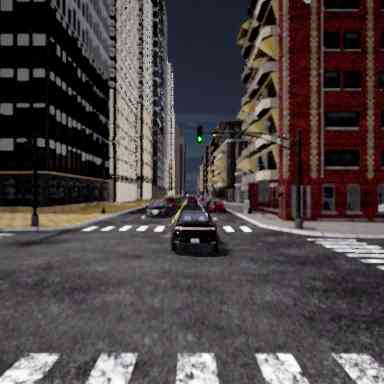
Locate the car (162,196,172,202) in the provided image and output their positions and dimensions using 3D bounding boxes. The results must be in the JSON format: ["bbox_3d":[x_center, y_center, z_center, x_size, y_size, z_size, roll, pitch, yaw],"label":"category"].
[{"bbox_3d":[-5.712,1.677,77.219,2.008,1.369,4.403,0,0,0],"label":"car"}]

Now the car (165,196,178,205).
[{"bbox_3d":[-3.090,1.597,47.963,1.812,1.442,4.674,0,0,0],"label":"car"}]

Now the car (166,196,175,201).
[{"bbox_3d":[-5.716,1.696,88.517,1.887,1.381,4.507,0,0,0],"label":"car"}]

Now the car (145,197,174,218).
[{"bbox_3d":[-3.107,1.532,30.625,2.128,1.511,4.902,0,0,0],"label":"car"}]

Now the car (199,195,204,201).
[{"bbox_3d":[2.676,1.633,54.628,2.008,1.369,4.403,0,0,0],"label":"car"}]

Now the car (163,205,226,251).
[{"bbox_3d":[0.114,1.544,14.401,2.128,1.511,4.902,1,0,0],"label":"car"}]

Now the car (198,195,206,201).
[{"bbox_3d":[2.665,1.592,88.520,1.967,1.590,4.097,0,0,0],"label":"car"}]

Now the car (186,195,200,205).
[{"bbox_3d":[-0.017,1.594,58.245,1.837,1.490,4.892,0,0,0],"label":"car"}]

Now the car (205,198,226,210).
[{"bbox_3d":[2.731,1.632,36.062,1.802,1.307,4.206,0,0,0],"label":"car"}]

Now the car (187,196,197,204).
[{"bbox_3d":[-0.019,1.561,68.662,2.128,1.511,4.902,0,0,0],"label":"car"}]

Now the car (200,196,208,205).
[{"bbox_3d":[2.677,1.623,48.979,2.008,1.369,4.403,0,0,0],"label":"car"}]
